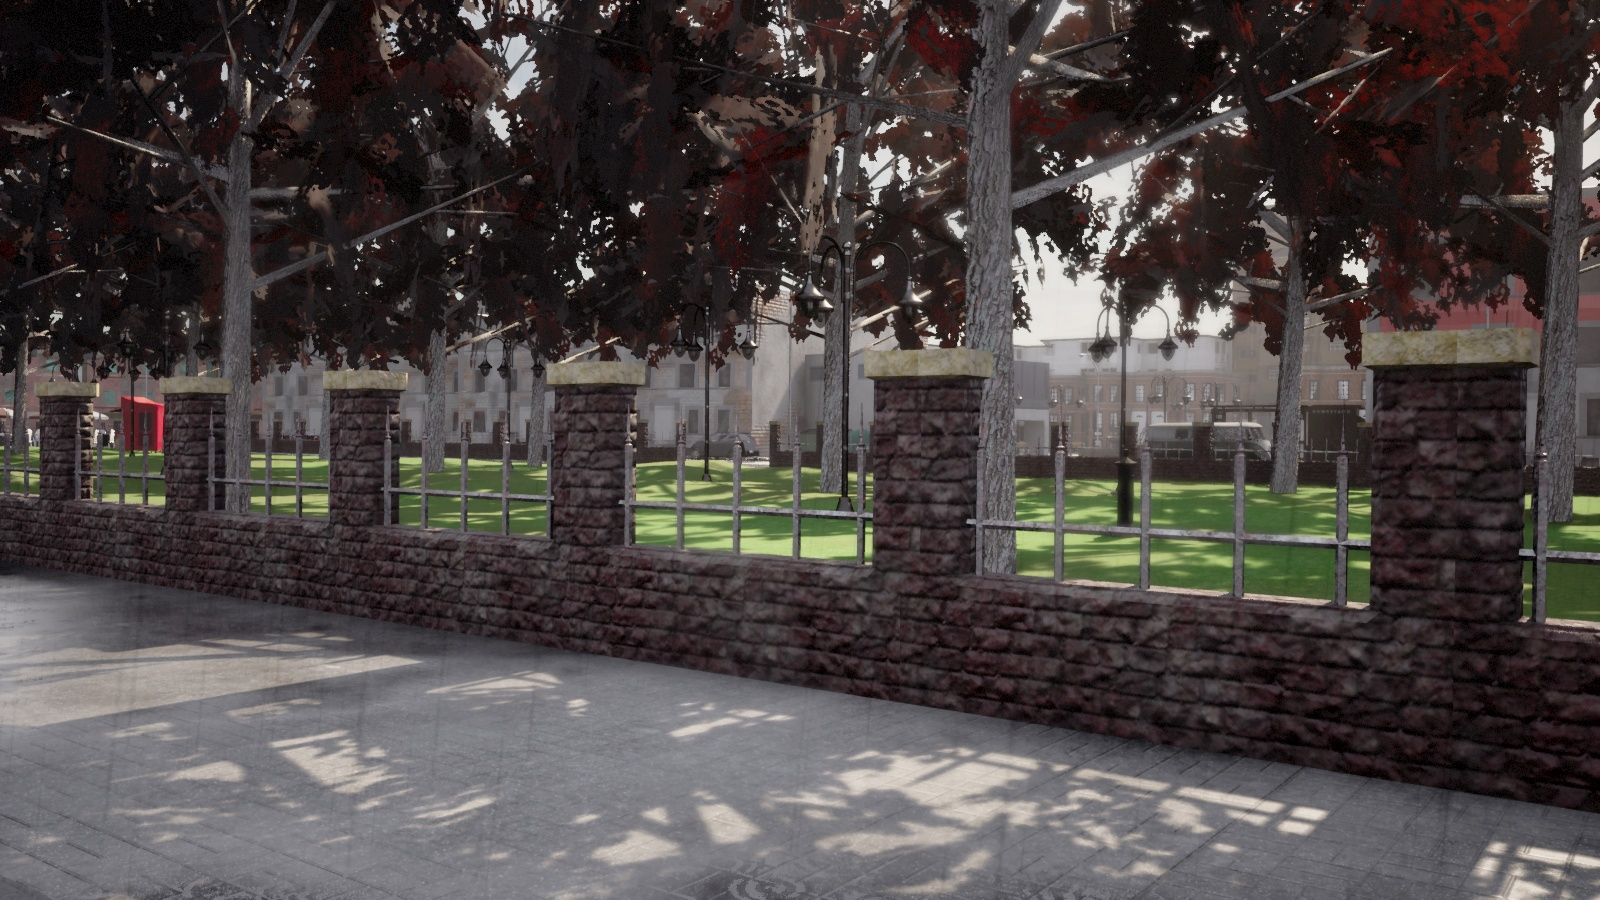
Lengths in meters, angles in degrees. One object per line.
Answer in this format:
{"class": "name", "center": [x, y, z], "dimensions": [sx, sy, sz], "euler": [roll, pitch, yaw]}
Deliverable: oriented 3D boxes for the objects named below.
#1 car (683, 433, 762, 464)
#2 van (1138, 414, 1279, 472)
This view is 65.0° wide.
{"class": "car", "center": [-3.909, -0.085, 63.429], "dimensions": [3.633, 1.501, 1.845], "euler": [0, 1, 36]}
{"class": "van", "center": [14.553, -0.260, 44.835], "dimensions": [4.442, 1.987, 1.775], "euler": [0, 1, 36]}
